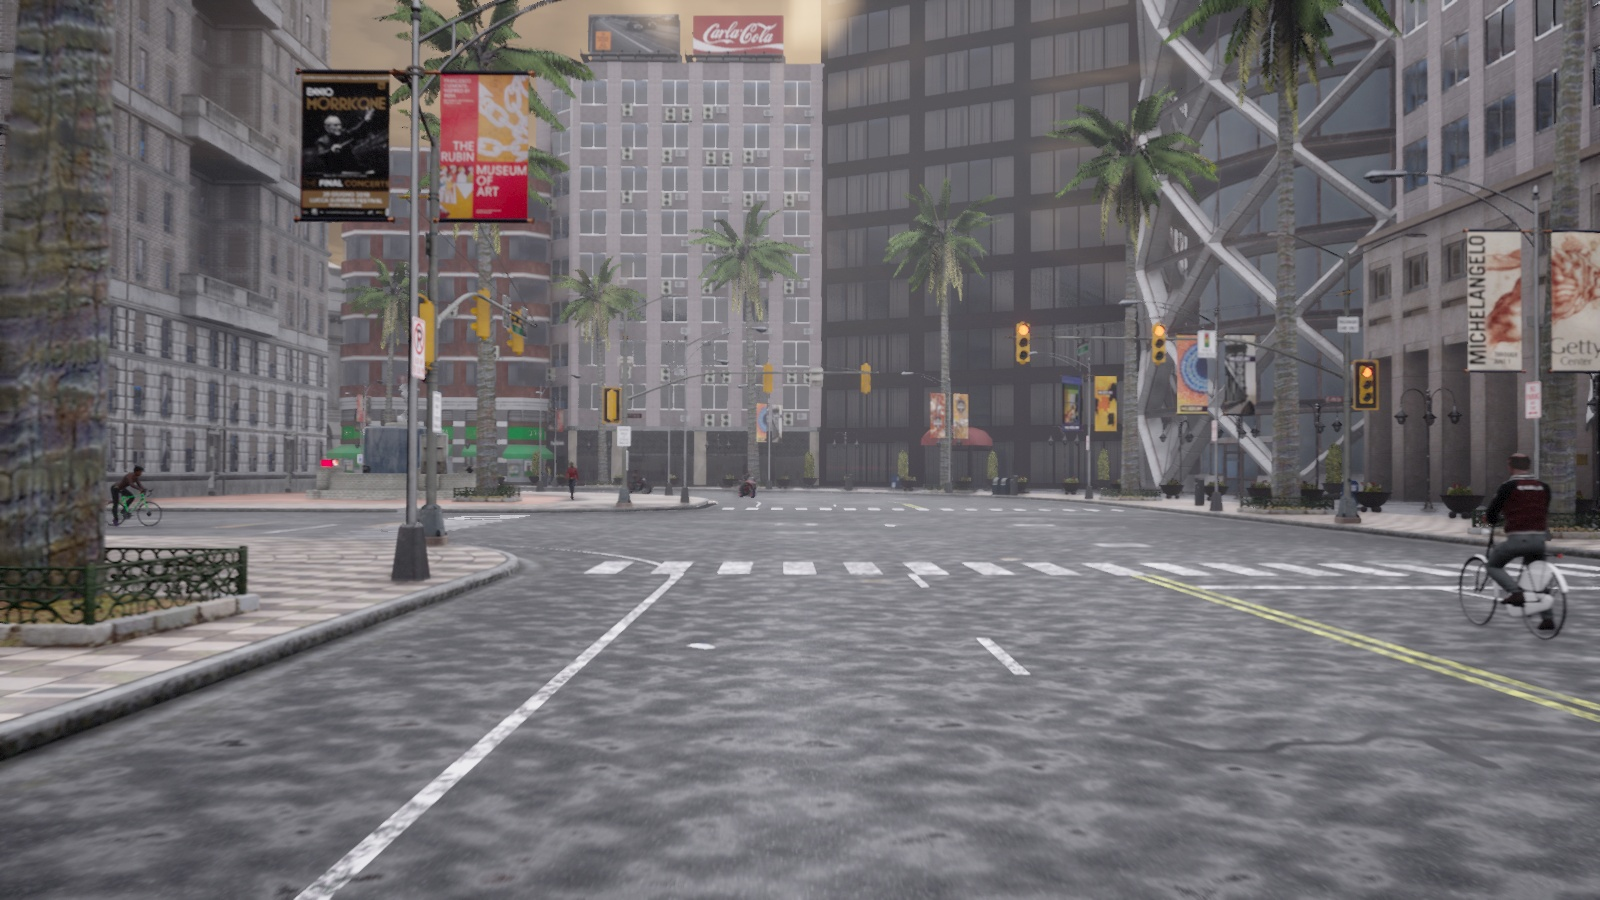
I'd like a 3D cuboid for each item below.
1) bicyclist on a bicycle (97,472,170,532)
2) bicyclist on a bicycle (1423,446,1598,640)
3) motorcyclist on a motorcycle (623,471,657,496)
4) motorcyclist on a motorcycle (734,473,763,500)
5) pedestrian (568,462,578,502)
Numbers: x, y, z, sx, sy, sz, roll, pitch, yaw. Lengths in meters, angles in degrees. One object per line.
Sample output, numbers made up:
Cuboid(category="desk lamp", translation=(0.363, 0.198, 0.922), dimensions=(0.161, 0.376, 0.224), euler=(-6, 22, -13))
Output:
Cuboid(category="bicyclist on a bicycle", translation=(-18.119, 1.412, 34.146), dimensions=(1.656, 1.620, 0.582), euler=(0, -1, 0))
Cuboid(category="bicyclist on a bicycle", translation=(6.972, 0.866, 12.440), dimensions=(0.659, 1.776, 1.843), euler=(0, -1, 0))
Cuboid(category="motorcyclist on a motorcycle", translation=(-10.467, 2.180, 81.994), dimensions=(2.350, 1.649, 0.766), euler=(-1, -1, 40))
Cuboid(category="motorcyclist on a motorcycle", translation=(-2.974, 2.069, 72.153), dimensions=(0.866, 1.530, 2.191), euler=(0, -1, -26))
Cuboid(category="pedestrian", translation=(-10.446, 1.480, 57.755), dimensions=(0.331, 1.846, 0.636), euler=(0, -1, -1))
